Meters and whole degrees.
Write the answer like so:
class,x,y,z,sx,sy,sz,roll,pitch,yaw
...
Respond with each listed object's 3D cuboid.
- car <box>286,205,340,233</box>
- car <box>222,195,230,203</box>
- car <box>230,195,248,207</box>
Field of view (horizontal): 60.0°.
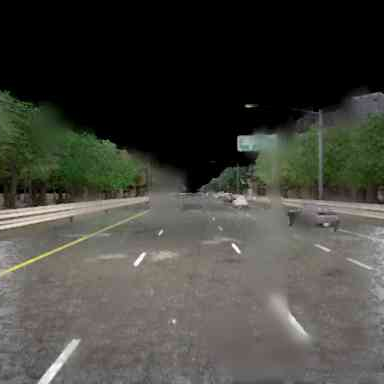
class,x,y,z,sx,sy,sz,roll,pitch,yaw
car,7.020,1.493,19.784,2.128,1.511,4.902,0,0,0
car,7.201,1.313,66.225,2.097,1.767,4.553,0,0,0
car,7.124,1.512,49.243,1.812,1.442,4.674,0,0,0
